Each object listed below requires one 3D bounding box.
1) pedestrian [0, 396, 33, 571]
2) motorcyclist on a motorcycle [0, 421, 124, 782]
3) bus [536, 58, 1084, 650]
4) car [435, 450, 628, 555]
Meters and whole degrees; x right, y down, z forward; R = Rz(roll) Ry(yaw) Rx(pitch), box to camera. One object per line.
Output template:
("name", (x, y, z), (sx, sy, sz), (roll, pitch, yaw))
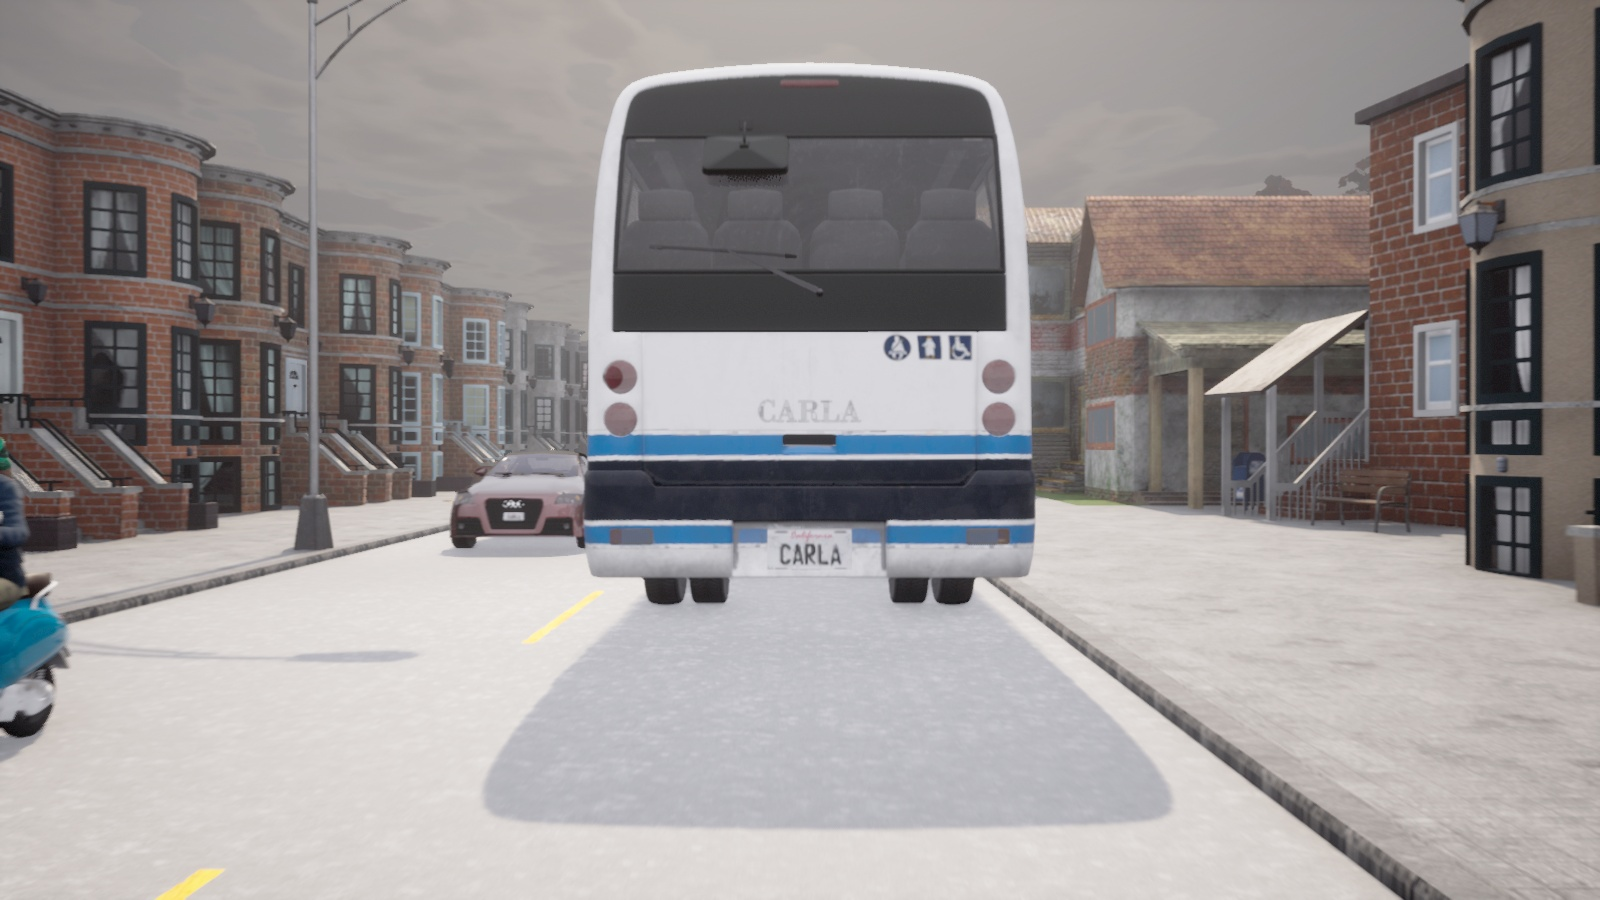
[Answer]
("pedestrian", (-9.219, 0.369, 14.080), (0.659, 1.952, 0.873), (0, 0, 7))
("motorcyclist on a motorcycle", (-3.953, 0.665, 5.624), (0.866, 1.590, 1.817), (0, 0, 0))
("bus", (0.098, -0.710, 14.174), (3.944, 4.253, 10.273), (0, 0, 0))
("car", (-3.876, 0.701, 18.877), (1.994, 1.385, 4.181), (0, 0, 0))
